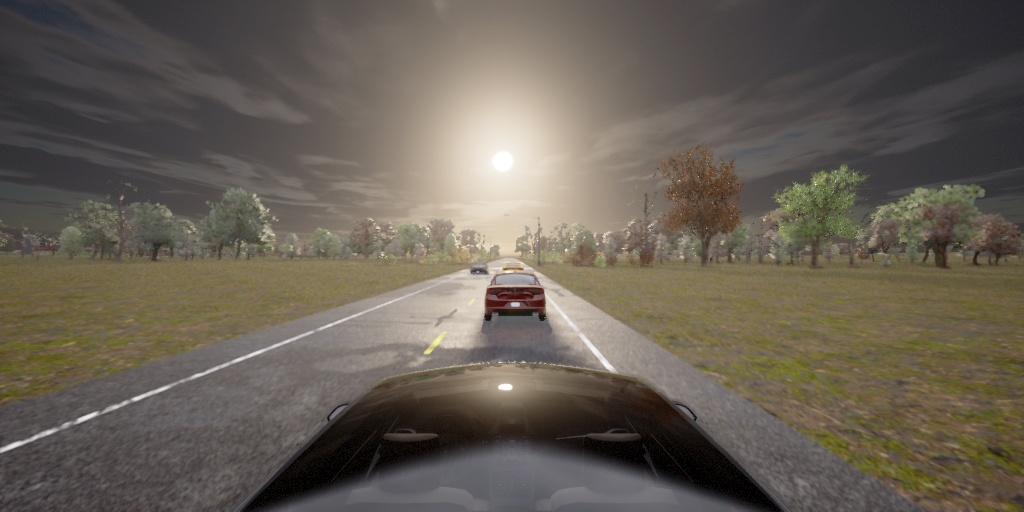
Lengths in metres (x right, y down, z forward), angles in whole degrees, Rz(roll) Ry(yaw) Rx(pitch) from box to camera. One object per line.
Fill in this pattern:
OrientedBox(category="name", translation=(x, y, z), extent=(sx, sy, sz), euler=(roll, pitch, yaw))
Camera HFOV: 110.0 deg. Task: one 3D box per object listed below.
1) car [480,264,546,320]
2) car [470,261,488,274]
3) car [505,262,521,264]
OrientedBox(category="car", translation=(0.099, 1.228, 12.678), extent=(1.882, 1.535, 5.008), euler=(0, 0, 0))
OrientedBox(category="car", translation=(-3.597, 1.300, 40.568), extent=(2.033, 1.411, 5.357), euler=(0, 0, 0))
OrientedBox(category="car", translation=(0.095, 1.230, 31.071), extent=(1.882, 1.535, 5.008), euler=(0, 0, 0))
